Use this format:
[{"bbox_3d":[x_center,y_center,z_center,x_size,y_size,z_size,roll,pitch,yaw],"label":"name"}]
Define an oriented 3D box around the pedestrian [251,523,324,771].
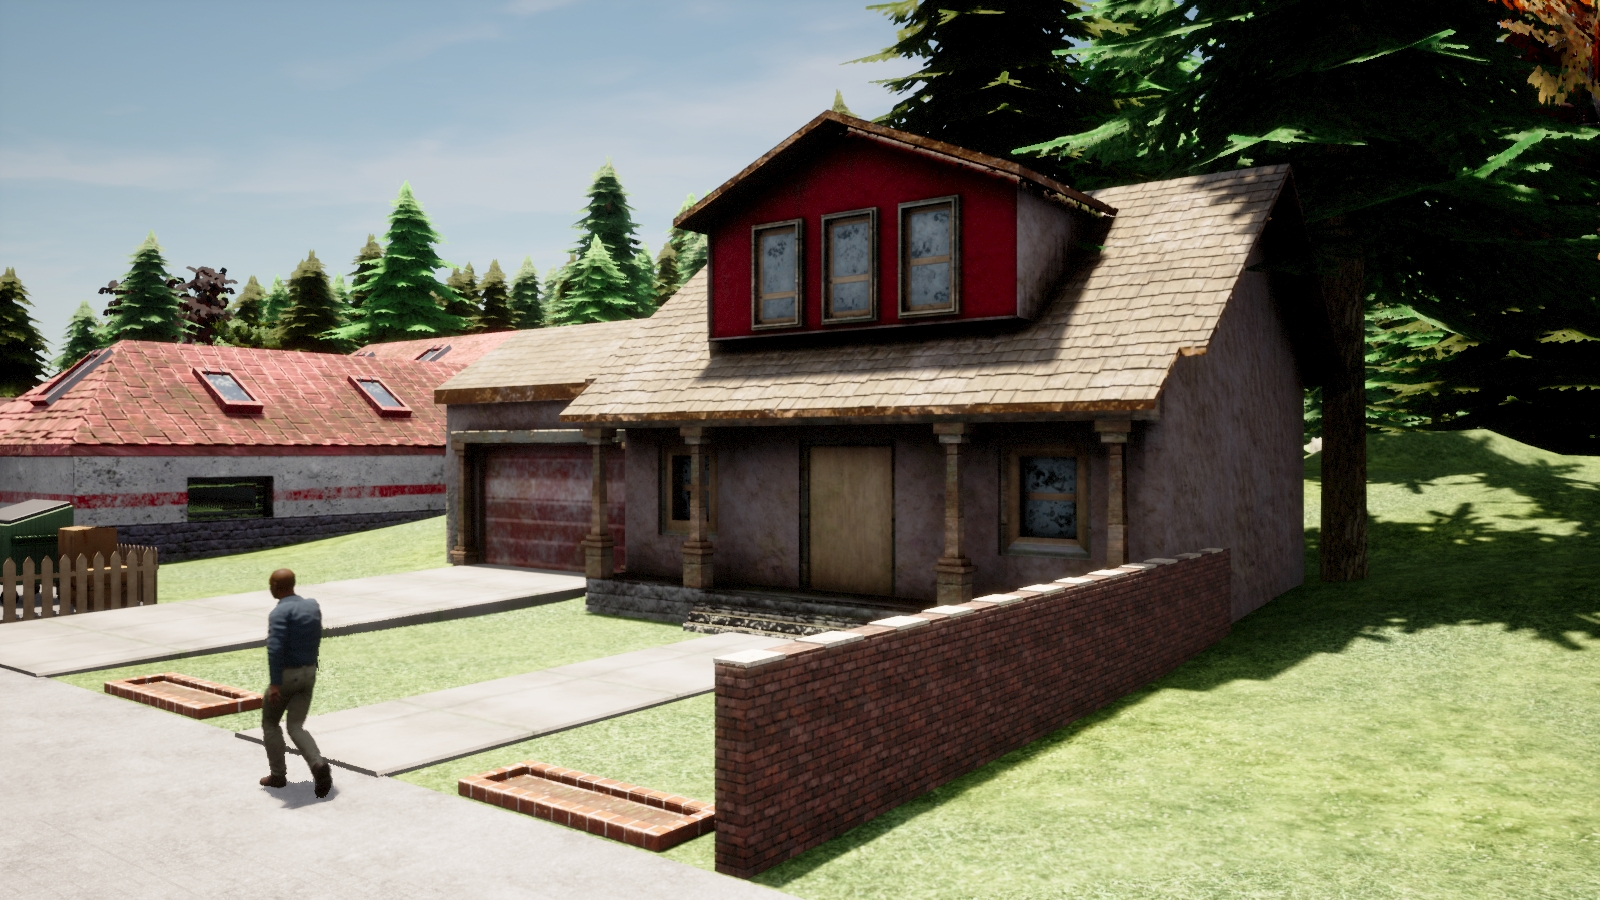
[{"bbox_3d":[-4.039,1.524,9.005,0.375,1.860,0.375,0,0,31],"label":"pedestrian"}]
